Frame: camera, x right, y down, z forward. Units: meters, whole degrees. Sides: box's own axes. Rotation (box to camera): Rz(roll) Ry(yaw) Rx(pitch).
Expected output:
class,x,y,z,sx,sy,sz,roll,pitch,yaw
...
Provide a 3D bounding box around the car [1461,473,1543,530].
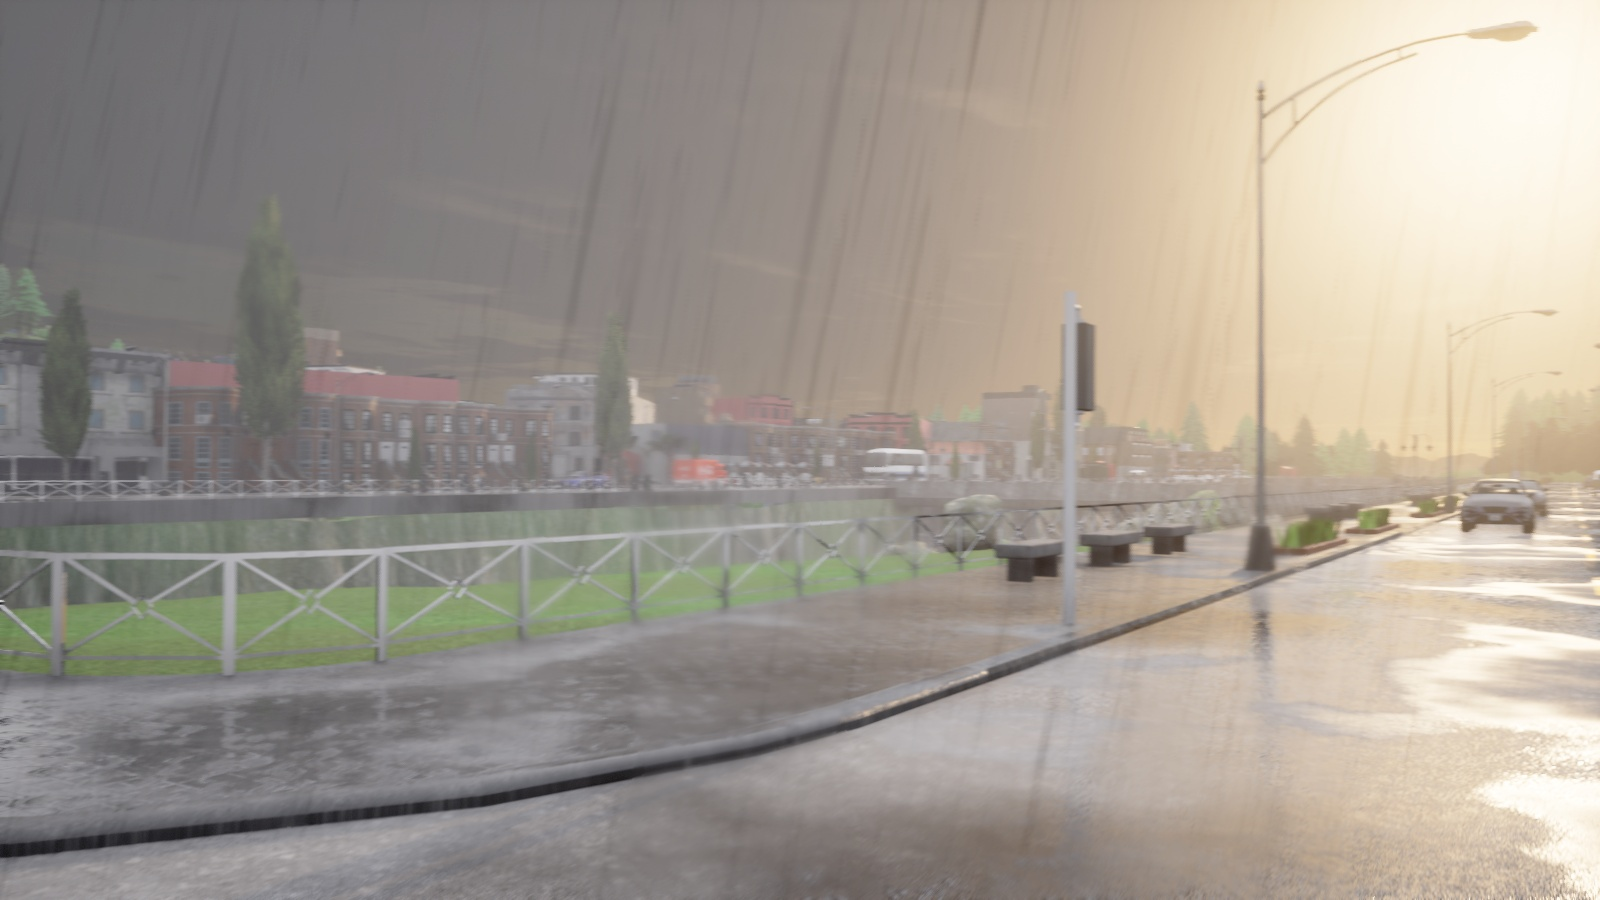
class,x,y,z,sx,sy,sz,roll,pitch,yaw
car,19.694,1.395,35.155,1.816,1.474,4.193,-1,-1,32

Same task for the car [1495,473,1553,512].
class,x,y,z,sx,sy,sz,roll,pitch,yaw
car,28.513,1.636,49.415,1.812,1.442,4.674,-1,-1,32
